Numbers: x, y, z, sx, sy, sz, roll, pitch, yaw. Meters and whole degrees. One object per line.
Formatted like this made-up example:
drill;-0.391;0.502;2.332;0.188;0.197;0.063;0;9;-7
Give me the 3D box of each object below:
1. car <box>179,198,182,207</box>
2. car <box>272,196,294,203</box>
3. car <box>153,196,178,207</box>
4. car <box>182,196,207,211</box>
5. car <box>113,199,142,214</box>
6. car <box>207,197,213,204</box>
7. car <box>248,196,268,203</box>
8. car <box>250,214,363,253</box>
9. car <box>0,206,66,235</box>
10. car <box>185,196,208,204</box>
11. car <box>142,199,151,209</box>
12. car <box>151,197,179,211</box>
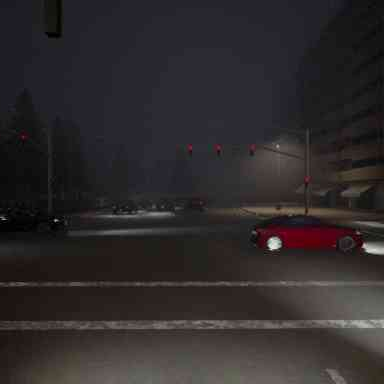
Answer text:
car;-1.891;1.547;50.358;2.033;1.411;5.357;0;0;15
car;18.520;1.478;67.542;5.008;1.535;1.882;0;0;-33
car;-4.269;1.491;53.968;2.128;1.511;4.902;0;0;20
car;0.385;1.352;41.117;2.097;1.767;4.553;0;0;4
car;-6.945;1.526;35.047;1.812;1.442;4.674;0;0;2
car;2.003;1.601;59.585;1.895;1.301;4.718;0;0;31
car;13.646;1.477;68.387;5.008;1.535;1.882;0;0;-39
car;4.444;1.573;13.232;4.181;1.385;1.994;0;0;0
car;-9.398;1.523;17.812;4.902;1.511;2.128;0;0;-16
car;0.926;1.492;64.659;2.128;1.511;4.902;0;0;34
car;-6.398;1.601;44.125;1.895;1.301;4.718;0;0;6
car;-3.208;1.491;40.629;2.128;1.511;4.902;0;0;4
